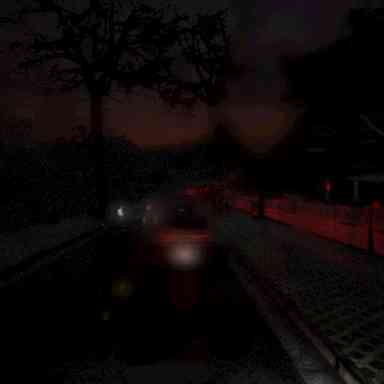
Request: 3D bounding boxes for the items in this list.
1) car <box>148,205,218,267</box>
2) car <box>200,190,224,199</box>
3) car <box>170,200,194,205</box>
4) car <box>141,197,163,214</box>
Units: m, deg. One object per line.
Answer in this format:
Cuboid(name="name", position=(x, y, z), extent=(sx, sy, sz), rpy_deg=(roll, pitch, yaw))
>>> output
Cuboid(name="car", position=(-0.238, 1.402, 11.028), extent=(2.128, 1.511, 4.902), rpy_deg=(0, 0, -2))
Cuboid(name="car", position=(3.509, 0.705, 62.630), extent=(5.566, 2.045, 2.150), rpy_deg=(-1, 3, -30))
Cuboid(name="car", position=(-0.811, 1.349, 27.660), extent=(1.812, 1.442, 4.674), rpy_deg=(0, 0, -2))
Cuboid(name="car", position=(-3.938, 1.302, 32.961), extent=(2.128, 1.511, 4.902), rpy_deg=(0, 0, -2))
